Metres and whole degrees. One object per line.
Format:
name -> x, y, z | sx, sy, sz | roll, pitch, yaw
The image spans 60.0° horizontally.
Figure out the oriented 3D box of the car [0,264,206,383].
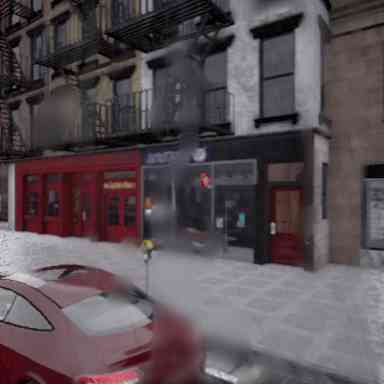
car -> -1.800, 1.578, 4.097 | 4.206, 1.307, 1.802 | 0, 0, 36
